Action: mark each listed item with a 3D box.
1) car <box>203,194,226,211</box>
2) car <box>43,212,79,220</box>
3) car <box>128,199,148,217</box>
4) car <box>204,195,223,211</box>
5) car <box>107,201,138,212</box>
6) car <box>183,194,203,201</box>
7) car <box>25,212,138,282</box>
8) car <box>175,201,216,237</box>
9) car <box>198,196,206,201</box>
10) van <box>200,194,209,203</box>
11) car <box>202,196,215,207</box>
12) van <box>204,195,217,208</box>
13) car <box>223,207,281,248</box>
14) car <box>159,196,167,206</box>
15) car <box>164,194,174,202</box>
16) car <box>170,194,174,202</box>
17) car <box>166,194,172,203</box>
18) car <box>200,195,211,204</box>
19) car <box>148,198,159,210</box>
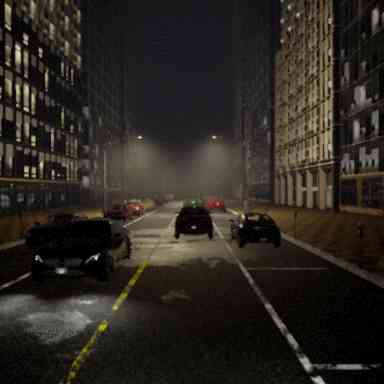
[{"bbox_3d":[2.700,1.359,37.454,2.192,1.841,5.009,-1,0,0],"label":"car"},{"bbox_3d":[-5.691,1.579,14.723,2.008,1.369,4.403,-1,0,0],"label":"car"},{"bbox_3d":[-5.683,1.490,31.775,1.967,1.590,4.097,-1,0,0],"label":"car"},{"bbox_3d":[2.703,1.366,43.138,2.192,1.841,5.009,-1,0,0],"label":"car"},{"bbox_3d":[-5.685,1.624,26.091,1.802,1.307,4.206,-1,0,0],"label":"car"},{"bbox_3d":[0.118,1.270,38.140,2.150,2.045,5.566,0,0,0],"label":"car"},{"bbox_3d":[-2.996,1.543,9.953,1.812,1.442,4.674,0,0,0],"label":"car"},{"bbox_3d":[0.095,1.501,18.049,1.882,1.535,5.008,0,0,0],"label":"car"},{"bbox_3d":[2.733,1.653,88.607,2.008,1.369,4.403,-1,0,0],"label":"car"},{"bbox_3d":[2.720,1.425,71.555,1.690,1.788,3.998,-1,0,0],"label":"van"},{"bbox_3d":[2.711,1.505,54.505,1.967,1.590,4.097,-1,0,0],"label":"car"},{"bbox_3d":[2.707,1.399,48.821,1.690,1.788,3.998,-1,0,0],"label":"van"},{"bbox_3d":[2.689,1.566,14.719,2.008,1.369,4.403,-1,0,0],"label":"car"},{"bbox_3d":[-5.668,1.643,54.510,1.947,1.339,4.313,-1,0,0],"label":"car"},{"bbox_3d":[-5.654,1.423,82.928,2.192,1.841,5.009,-1,0,0],"label":"car"},{"bbox_3d":[-5.656,1.542,77.244,1.967,1.590,4.097,-1,0,0],"label":"car"},{"bbox_3d":[-5.661,1.641,65.877,2.008,1.369,4.403,-1,0,0],"label":"car"},{"bbox_3d":[2.717,1.518,65.872,1.967,1.590,4.097,-1,0,0],"label":"car"},{"bbox_3d":[-5.675,1.589,42.972,1.752,1.417,4.829,-1,0,0],"label":"car"}]
